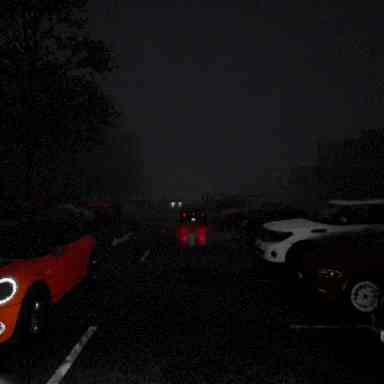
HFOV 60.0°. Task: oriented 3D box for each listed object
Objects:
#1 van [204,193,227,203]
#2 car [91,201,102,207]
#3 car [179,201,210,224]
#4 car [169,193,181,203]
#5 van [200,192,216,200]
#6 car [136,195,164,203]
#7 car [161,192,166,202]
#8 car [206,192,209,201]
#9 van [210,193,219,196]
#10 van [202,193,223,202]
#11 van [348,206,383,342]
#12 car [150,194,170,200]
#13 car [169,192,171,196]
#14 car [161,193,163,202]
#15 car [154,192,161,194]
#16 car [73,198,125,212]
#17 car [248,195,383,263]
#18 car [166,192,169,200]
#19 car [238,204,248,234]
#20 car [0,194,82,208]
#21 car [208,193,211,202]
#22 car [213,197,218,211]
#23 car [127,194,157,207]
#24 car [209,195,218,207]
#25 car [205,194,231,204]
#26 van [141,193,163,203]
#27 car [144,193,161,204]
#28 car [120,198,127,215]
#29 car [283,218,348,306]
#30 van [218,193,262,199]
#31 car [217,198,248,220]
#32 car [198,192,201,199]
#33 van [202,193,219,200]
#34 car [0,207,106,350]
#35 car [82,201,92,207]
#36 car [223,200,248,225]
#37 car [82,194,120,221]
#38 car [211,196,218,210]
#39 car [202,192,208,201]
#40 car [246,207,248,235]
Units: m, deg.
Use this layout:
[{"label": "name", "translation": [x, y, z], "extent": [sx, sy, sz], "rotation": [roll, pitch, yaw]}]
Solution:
[{"label": "van", "translation": [4.590, 1.230, 65.774], "extent": [4.442, 1.987, 1.878], "rotation": [0, 0, 0]}, {"label": "car", "translation": [-8.343, 1.475, 20.585], "extent": [4.674, 1.452, 2.002], "rotation": [0, 0, 0]}, {"label": "car", "translation": [0.044, 1.556, 24.626], "extent": [1.895, 1.301, 4.718], "rotation": [0, 0, -1]}, {"label": "car", "translation": [-3.292, 1.503, 71.496], "extent": [1.812, 1.442, 4.674], "rotation": [0, 0, 0]}, {"label": "van", "translation": [4.572, 1.143, 93.814], "extent": [4.442, 1.987, 1.878], "rotation": [0, 0, 0]}, {"label": "car", "translation": [-8.561, 1.454, 68.033], "extent": [5.366, 1.575, 1.946], "rotation": [0, 0, 0]}, {"label": "car", "translation": [-8.402, 1.205, 65.257], "extent": [5.566, 2.045, 2.435], "rotation": [0, 0, 0]}, {"label": "car", "translation": [4.748, 1.321, 48.954], "extent": [4.553, 1.767, 2.185], "rotation": [0, 0, 0]}, {"label": "van", "translation": [4.839, 1.217, 40.544], "extent": [4.442, 1.987, 1.878], "rotation": [0, 0, 0]}, {"label": "van", "translation": [4.585, 1.234, 74.182], "extent": [4.442, 1.987, 1.878], "rotation": [0, 0, 0]}, {"label": "van", "translation": [4.628, 1.243, 4.103], "extent": [4.442, 1.987, 1.878], "rotation": [0, 0, 0]}, {"label": "car", "translation": [-8.381, 1.413, 87.468], "extent": [5.008, 1.535, 2.097], "rotation": [0, 0, 0]}, {"label": "car", "translation": [-8.351, 1.205, 76.361], "extent": [5.566, 2.045, 2.435], "rotation": [0, 0, 0]}, {"label": "car", "translation": [-8.343, 1.484, 62.482], "extent": [4.792, 1.488, 2.163], "rotation": [0, 0, 0]}, {"label": "car", "translation": [-8.401, 1.327, 59.704], "extent": [4.553, 1.767, 2.185], "rotation": [0, 0, 0]}, {"label": "car", "translation": [-10.785, 1.500, 38.726], "extent": [5.357, 1.411, 2.033], "rotation": [0, 0, 6]}, {"label": "car", "translation": [4.713, 1.202, 9.711], "extent": [5.566, 2.045, 2.435], "rotation": [0, 0, 0]}, {"label": "car", "translation": [-8.407, 1.209, 73.584], "extent": [5.566, 2.045, 2.435], "rotation": [0, 0, 0]}, {"label": "car", "translation": [4.767, 1.470, 15.316], "extent": [4.792, 1.488, 2.163], "rotation": [0, 0, 0]}, {"label": "car", "translation": [-8.314, 1.190, 15.137], "extent": [5.566, 2.045, 2.435], "rotation": [0, 0, 0]}, {"label": "car", "translation": [4.689, 1.319, 43.347], "extent": [4.553, 1.767, 2.185], "rotation": [0, 0, 0]}, {"label": "car", "translation": [4.756, 1.468, 32.134], "extent": [4.792, 1.488, 2.163], "rotation": [0, 0, 0]}, {"label": "car", "translation": [-8.370, 1.450, 51.377], "extent": [4.892, 1.521, 2.231], "rotation": [0, 0, 0]}, {"label": "car", "translation": [4.729, 1.441, 37.741], "extent": [5.008, 1.535, 2.097], "rotation": [0, 0, 0]}, {"label": "car", "translation": [4.679, 1.327, 60.167], "extent": [4.553, 1.767, 2.185], "rotation": [0, 0, 0]}, {"label": "van", "translation": [-8.493, 1.233, 70.808], "extent": [4.442, 1.987, 1.878], "rotation": [0, 0, 0]}, {"label": "car", "translation": [-8.181, 1.447, 54.154], "extent": [5.366, 1.575, 1.946], "rotation": [0, 0, 0]}, {"label": "car", "translation": [-8.320, 1.185, 26.154], "extent": [5.566, 2.045, 2.435], "rotation": [0, 0, 0]}, {"label": "car", "translation": [4.748, 1.461, 6.908], "extent": [5.008, 1.535, 2.097], "rotation": [0, 0, 0]}, {"label": "van", "translation": [4.846, 1.211, 29.331], "extent": [4.442, 1.987, 1.878], "rotation": [0, 0, 0]}, {"label": "car", "translation": [4.701, 1.465, 26.527], "extent": [4.792, 1.488, 2.163], "rotation": [0, 0, 0]}, {"label": "car", "translation": [4.731, 1.207, 71.381], "extent": [5.566, 2.045, 2.435], "rotation": [0, 0, 0]}, {"label": "van", "translation": [4.809, 1.183, 88.204], "extent": [4.442, 1.987, 1.878], "rotation": [0, 0, 0]}, {"label": "car", "translation": [-3.348, 1.334, 6.388], "extent": [2.097, 1.767, 4.553], "rotation": [0, 0, 0]}, {"label": "car", "translation": [-8.338, 1.438, 17.924], "extent": [5.008, 1.535, 2.097], "rotation": [0, 0, 0]}, {"label": "car", "translation": [4.739, 1.434, 20.924], "extent": [5.008, 1.535, 2.097], "rotation": [0, 0, 0]}, {"label": "car", "translation": [-8.318, 1.183, 23.492], "extent": [5.566, 2.045, 2.435], "rotation": [0, 0, 0]}, {"label": "car", "translation": [4.755, 1.469, 34.937], "extent": [4.792, 1.488, 2.163], "rotation": [0, 0, 0]}, {"label": "car", "translation": [4.743, 1.197, 51.757], "extent": [5.566, 2.045, 2.435], "rotation": [0, 0, 0]}, {"label": "car", "translation": [4.744, 1.447, 12.519], "extent": [4.892, 1.521, 2.231], "rotation": [0, 0, 0]}]
